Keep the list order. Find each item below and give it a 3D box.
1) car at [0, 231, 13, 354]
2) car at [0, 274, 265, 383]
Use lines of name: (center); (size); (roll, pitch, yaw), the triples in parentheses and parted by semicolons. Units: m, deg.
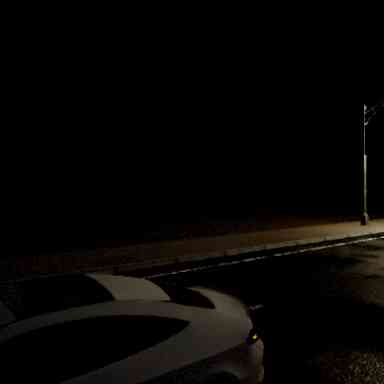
car: (-5.128, 1.484, 4.020); (5.008, 1.535, 1.882); (0, 0, -35)
car: (-1.410, 1.525, 2.680); (4.674, 1.442, 1.812); (0, 0, -35)
